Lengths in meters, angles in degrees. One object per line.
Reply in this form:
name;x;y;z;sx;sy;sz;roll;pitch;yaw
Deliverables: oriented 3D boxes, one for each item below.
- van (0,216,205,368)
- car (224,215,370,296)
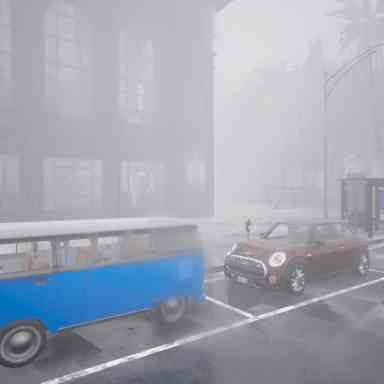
van;-1.670;1.341;5.459;3.998;1.788;1.690;0;0;-35
car;2.751;1.439;8.605;4.097;1.590;1.967;0;0;-35
